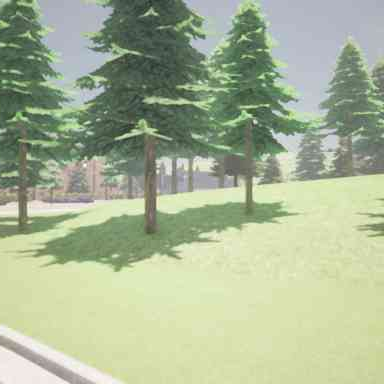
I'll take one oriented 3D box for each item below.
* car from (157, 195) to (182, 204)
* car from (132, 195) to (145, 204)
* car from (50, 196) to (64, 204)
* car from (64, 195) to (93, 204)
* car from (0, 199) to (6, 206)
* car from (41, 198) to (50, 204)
[{"bbox_3d":[-4.777,1.374,66.154,2.097,1.767,4.553,0,0,36],"label":"car"},{"bbox_3d":[-9.625,1.376,65.421,2.097,1.767,4.553,0,0,35],"label":"car"},{"bbox_3d":[-24.126,1.573,64.793,2.033,1.411,5.357,0,0,35],"label":"car"},{"bbox_3d":[-21.138,1.380,63.031,2.097,1.767,4.553,0,0,36],"label":"car"},{"bbox_3d":[-30.325,1.591,50.038,1.994,1.385,4.181,0,0,35],"label":"car"},{"bbox_3d":[-27.184,1.571,66.524,2.033,1.411,5.357,0,0,35],"label":"car"}]
